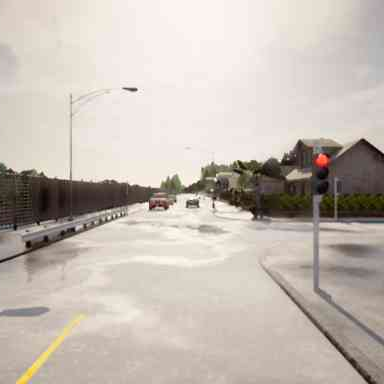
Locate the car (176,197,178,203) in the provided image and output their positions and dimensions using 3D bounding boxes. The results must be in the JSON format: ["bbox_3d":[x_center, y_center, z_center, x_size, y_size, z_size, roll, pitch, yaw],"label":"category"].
[{"bbox_3d":[-3.993,1.419,68.159,1.837,1.490,4.892,0,0,0],"label":"car"}]

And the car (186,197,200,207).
[{"bbox_3d":[0.106,1.430,49.052,2.128,1.511,4.902,0,0,0],"label":"car"}]

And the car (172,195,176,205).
[{"bbox_3d":[-4.073,1.285,53.048,2.097,1.767,4.553,0,0,0],"label":"car"}]

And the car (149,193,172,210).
[{"bbox_3d":[-4.080,1.169,41.796,2.150,2.045,5.566,0,0,0],"label":"car"}]
